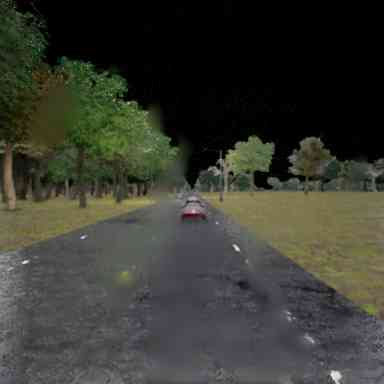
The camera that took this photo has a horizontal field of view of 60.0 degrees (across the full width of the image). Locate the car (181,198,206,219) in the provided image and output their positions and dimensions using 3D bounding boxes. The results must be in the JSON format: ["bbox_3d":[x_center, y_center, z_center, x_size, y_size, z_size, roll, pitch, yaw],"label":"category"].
[{"bbox_3d":[0.109,1.465,27.734,1.994,1.385,4.181,0,0,0],"label":"car"}]

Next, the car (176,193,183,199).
[{"bbox_3d":[-3.480,1.109,91.909,2.128,1.511,4.902,0,0,0],"label":"car"}]
